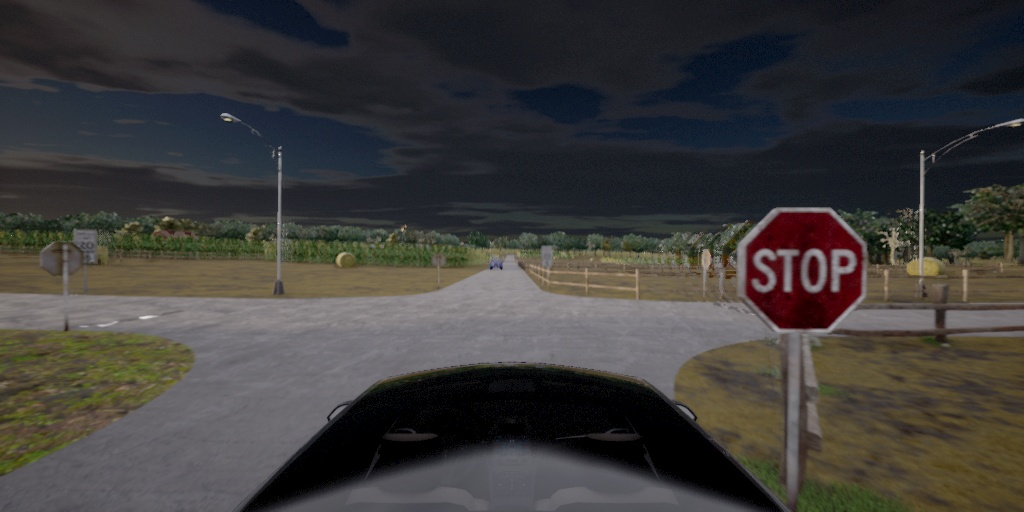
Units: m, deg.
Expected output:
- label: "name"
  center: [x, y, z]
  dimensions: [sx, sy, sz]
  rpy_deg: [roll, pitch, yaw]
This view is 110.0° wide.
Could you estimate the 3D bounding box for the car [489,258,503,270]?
- label: "car"
  center: [-2.753, 1.412, 63.354]
  dimensions: [2.150, 2.045, 5.566]
  rpy_deg: [0, 0, 0]
